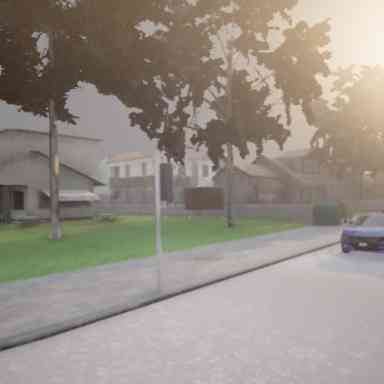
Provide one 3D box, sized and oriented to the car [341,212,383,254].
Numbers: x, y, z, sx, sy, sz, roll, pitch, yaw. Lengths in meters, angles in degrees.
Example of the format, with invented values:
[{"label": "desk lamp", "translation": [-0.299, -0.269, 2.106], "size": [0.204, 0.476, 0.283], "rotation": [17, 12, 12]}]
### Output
[{"label": "car", "translation": [7.621, 1.543, 13.379], "size": [1.882, 1.535, 5.008], "rotation": [-2, -1, 43]}]
